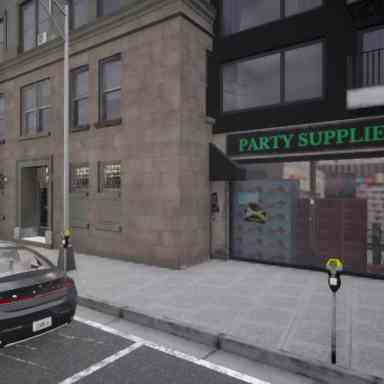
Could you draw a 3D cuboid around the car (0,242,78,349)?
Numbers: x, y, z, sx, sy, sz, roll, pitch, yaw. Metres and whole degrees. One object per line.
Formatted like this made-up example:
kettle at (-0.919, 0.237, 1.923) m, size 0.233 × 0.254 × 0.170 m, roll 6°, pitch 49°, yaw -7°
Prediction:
car at (-3.806, 1.551, 5.758) m, size 4.403 × 1.369 × 2.008 m, roll 0°, pitch 0°, yaw 35°
